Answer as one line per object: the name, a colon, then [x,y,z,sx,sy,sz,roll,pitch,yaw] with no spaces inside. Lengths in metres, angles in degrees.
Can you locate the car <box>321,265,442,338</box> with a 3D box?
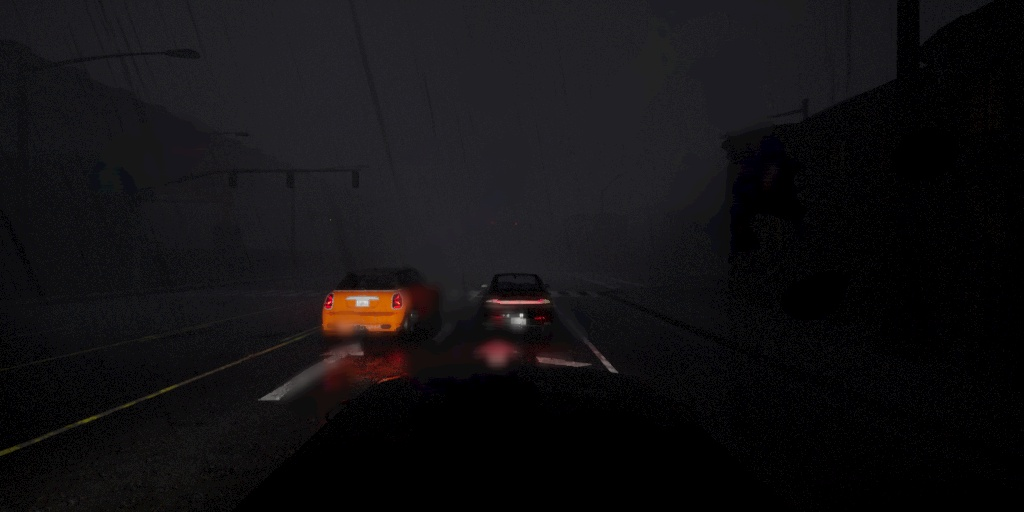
car: [-3.405,1.098,10.286,2.097,1.767,4.553,0,0,0]

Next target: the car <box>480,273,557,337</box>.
car: [0.104,1.238,10.332,2.128,1.511,4.902,0,0,-1]
